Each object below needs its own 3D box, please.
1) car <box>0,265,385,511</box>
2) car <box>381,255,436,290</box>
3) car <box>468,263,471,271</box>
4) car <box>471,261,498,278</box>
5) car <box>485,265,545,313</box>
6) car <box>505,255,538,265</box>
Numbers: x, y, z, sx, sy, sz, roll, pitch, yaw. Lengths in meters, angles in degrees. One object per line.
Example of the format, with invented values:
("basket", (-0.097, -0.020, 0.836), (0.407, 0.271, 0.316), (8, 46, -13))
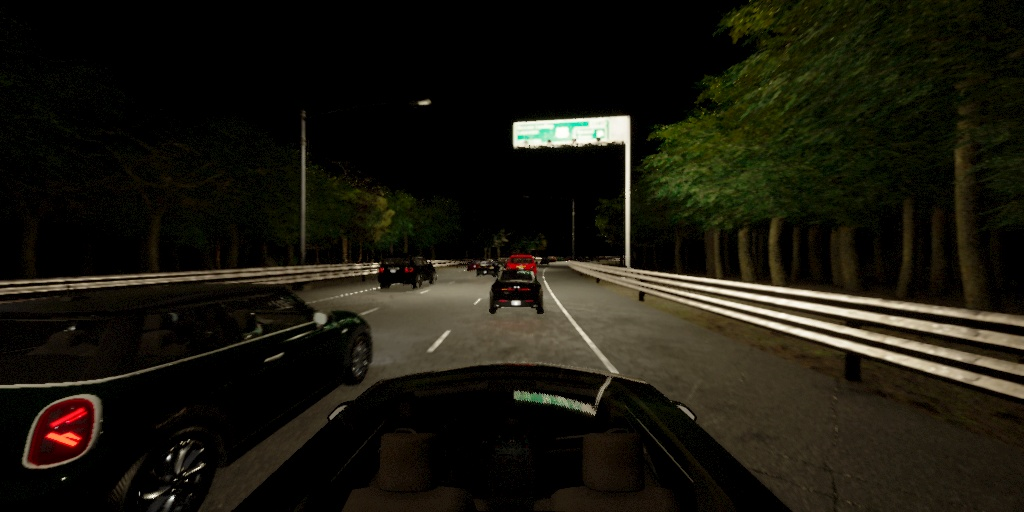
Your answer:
("car", (-3.396, 1.094, 4.174), (2.097, 1.767, 4.553), (0, 0, 0))
("car", (-6.477, 0.953, 22.707), (2.150, 2.045, 5.566), (0, 0, 3))
("car", (-4.506, 1.289, 47.519), (1.994, 1.385, 4.181), (0, 0, 6))
("car", (-2.173, 1.229, 34.283), (2.128, 1.511, 4.902), (0, 0, 5))
("car", (0.201, 1.256, 13.933), (1.837, 1.490, 4.892), (0, 0, 2))
("car", (0.781, 0.969, 27.148), (2.150, 2.045, 5.566), (0, 0, 3))
